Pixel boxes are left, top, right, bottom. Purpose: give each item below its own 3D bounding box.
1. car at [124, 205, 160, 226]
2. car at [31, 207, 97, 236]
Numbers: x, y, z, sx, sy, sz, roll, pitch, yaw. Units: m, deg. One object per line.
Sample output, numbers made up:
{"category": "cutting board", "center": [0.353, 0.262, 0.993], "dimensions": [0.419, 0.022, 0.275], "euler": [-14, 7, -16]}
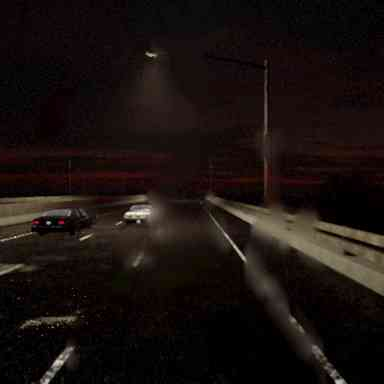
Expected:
{"category": "car", "center": [-3.388, 1.593, 23.353], "dimensions": [1.895, 1.301, 4.718], "euler": [0, 0, 0]}
{"category": "car", "center": [-6.890, 1.542, 18.498], "dimensions": [2.033, 1.411, 5.357], "euler": [0, 0, 0]}
